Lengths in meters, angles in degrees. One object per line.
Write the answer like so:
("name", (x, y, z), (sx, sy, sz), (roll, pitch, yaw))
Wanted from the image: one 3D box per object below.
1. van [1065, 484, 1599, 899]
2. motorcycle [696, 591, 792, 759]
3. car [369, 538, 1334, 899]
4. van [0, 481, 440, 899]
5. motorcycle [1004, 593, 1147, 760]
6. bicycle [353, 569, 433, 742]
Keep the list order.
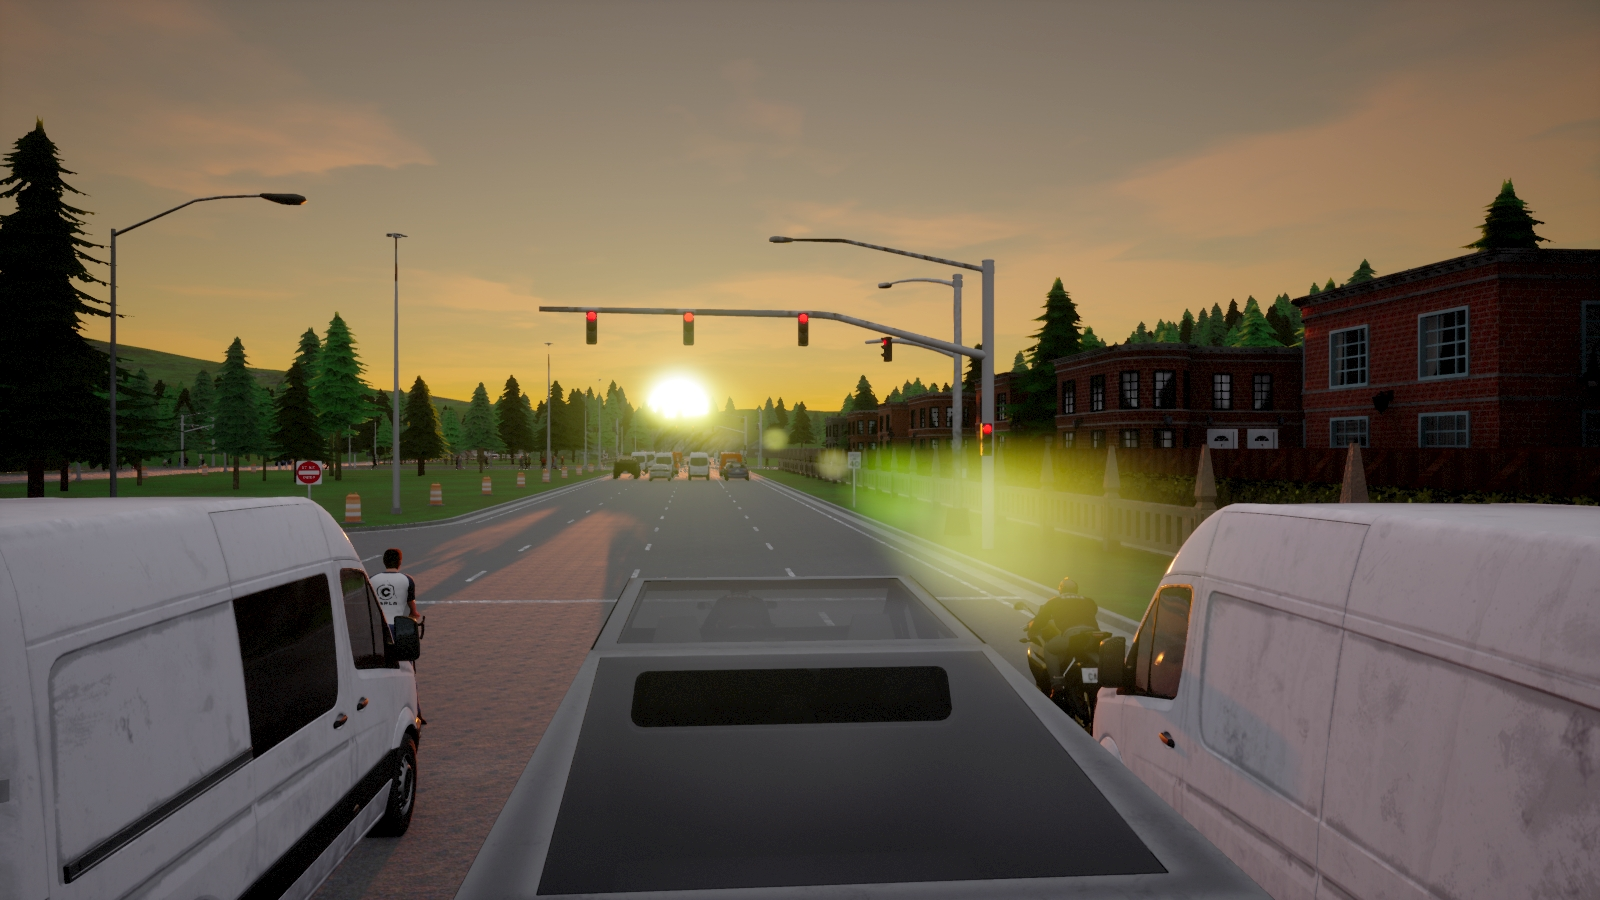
("van", (3.020, 1.534, 5.590), (1.988, 2.561, 5.915), (0, 0, -1))
("motorcycle", (-0.613, 2.205, 11.622), (0.867, 1.251, 2.209), (0, 0, -6))
("car", (-0.117, 1.754, 5.929), (2.390, 2.098, 6.274), (0, 0, -5))
("van", (-3.677, 1.534, 6.378), (1.988, 2.561, 5.915), (0, 0, -5))
("motorcycle", (2.714, 2.205, 11.543), (0.867, 1.251, 2.209), (0, 0, -2))
("bicycle", (-4.173, 2.056, 11.794), (0.373, 1.496, 1.643), (0, 0, -5))
